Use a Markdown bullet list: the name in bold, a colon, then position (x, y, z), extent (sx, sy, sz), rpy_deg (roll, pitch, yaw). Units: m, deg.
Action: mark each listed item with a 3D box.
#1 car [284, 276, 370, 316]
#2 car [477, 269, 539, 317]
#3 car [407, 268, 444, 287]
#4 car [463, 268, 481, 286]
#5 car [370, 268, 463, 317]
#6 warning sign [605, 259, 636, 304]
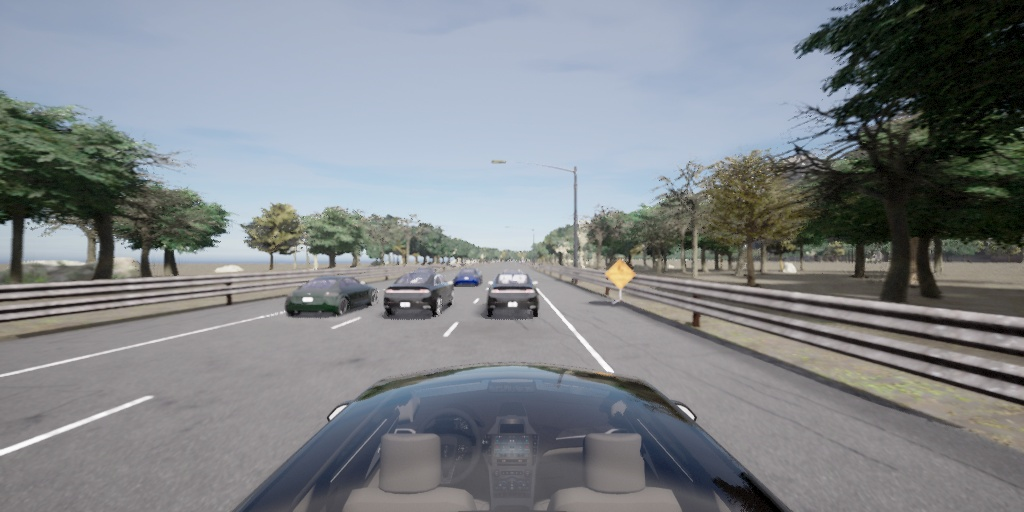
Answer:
- **car**: position (-6.955, 1.480, 14.253), extent (1.994, 1.385, 4.181), rpy_deg (0, -1, 1)
- **car**: position (0.043, 1.405, 14.110), extent (2.128, 1.511, 4.902), rpy_deg (0, -1, 1)
- **car**: position (-6.956, 1.682, 29.318), extent (1.994, 1.385, 4.181), rpy_deg (0, -1, 1)
- **car**: position (-3.455, 1.682, 29.278), extent (1.994, 1.385, 4.181), rpy_deg (0, -1, 0)
- **car**: position (-3.458, 1.405, 14.107), extent (2.128, 1.511, 4.902), rpy_deg (0, -1, 1)
- **warning sign**: position (4.551, 1.042, 15.063), extent (1.300, 1.860, 1.060), rpy_deg (0, 0, 0)
